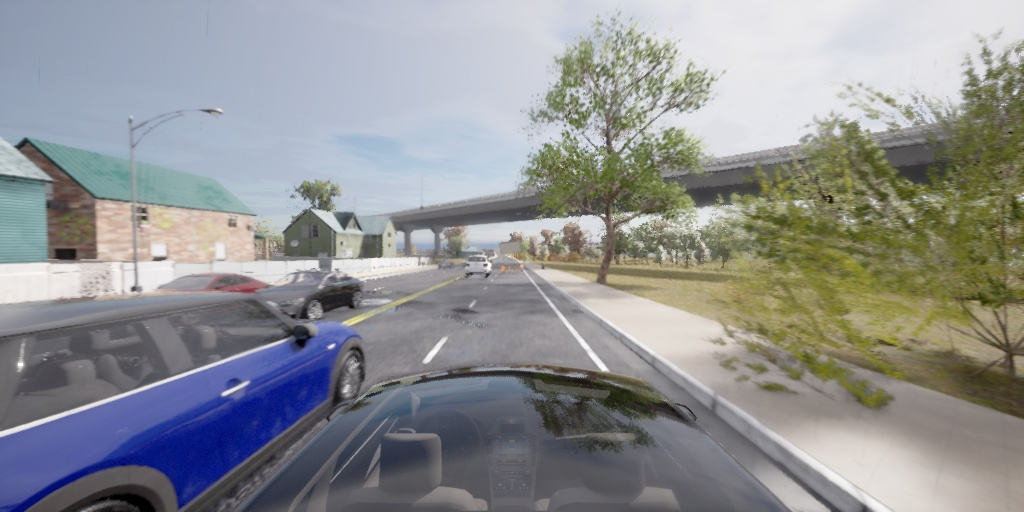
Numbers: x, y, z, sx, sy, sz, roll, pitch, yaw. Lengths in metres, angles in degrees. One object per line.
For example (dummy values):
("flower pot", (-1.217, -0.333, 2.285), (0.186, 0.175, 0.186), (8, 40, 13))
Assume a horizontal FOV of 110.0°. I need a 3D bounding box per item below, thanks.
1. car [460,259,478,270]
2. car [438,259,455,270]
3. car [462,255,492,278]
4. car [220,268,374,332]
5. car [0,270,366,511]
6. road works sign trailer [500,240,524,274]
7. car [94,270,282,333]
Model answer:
("car", (-6.580, 1.238, 55.359), (2.128, 1.511, 4.902), (0, 0, 0))
("car", (-9.833, 1.239, 54.006), (2.128, 1.511, 4.902), (0, 0, 0))
("car", (-3.146, 0.963, 34.472), (2.150, 2.045, 5.566), (0, 0, 0))
("car", (-6.592, 1.237, 11.862), (2.128, 1.511, 4.902), (0, 0, 0))
("car", (-3.151, 1.100, 3.348), (2.097, 1.767, 4.553), (0, 0, 0))
("road works sign trailer", (0.123, 0.079, 40.075), (2.380, 3.560, 2.880), (0, 0, -2))
("car", (-9.850, 1.271, 11.563), (1.812, 1.442, 4.674), (0, 0, 0))
